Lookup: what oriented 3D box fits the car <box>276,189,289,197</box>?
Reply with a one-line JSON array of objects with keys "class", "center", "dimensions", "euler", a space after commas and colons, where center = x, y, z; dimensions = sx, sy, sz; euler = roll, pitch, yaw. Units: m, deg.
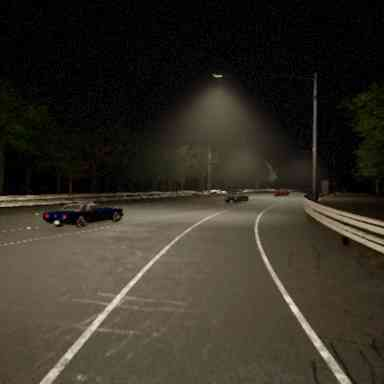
[{"class": "car", "center": [18.956, 0.071, 69.561], "dimensions": [2.097, 1.767, 4.553], "euler": [1, 1, 27]}]

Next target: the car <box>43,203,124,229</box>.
[{"class": "car", "center": [-6.097, 1.284, 19.412], "dimensions": [1.895, 1.301, 4.718], "euler": [1, 1, 26]}]

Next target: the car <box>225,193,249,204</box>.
[{"class": "car", "center": [5.947, 0.814, 43.553], "dimensions": [1.895, 1.301, 4.718], "euler": [1, 1, 27]}]
